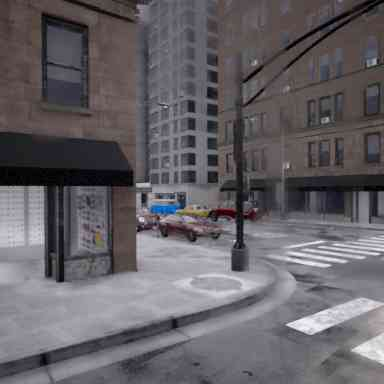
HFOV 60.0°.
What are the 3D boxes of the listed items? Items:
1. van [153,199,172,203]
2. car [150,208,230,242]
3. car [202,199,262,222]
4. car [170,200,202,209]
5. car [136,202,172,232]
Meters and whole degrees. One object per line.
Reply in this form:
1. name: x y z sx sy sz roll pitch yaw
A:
1. van: -2.973 1.688 36.009 1.690 1.788 3.998 -1 0 -36
2. car: -0.242 1.778 17.626 1.802 1.307 4.206 -1 0 -36
3. car: 3.456 1.521 27.073 2.192 1.841 5.009 -1 0 -36
4. car: 0.147 1.804 31.679 1.752 1.417 4.829 -1 0 -36
5. car: -3.460 1.705 22.093 1.967 1.590 4.097 -1 0 -36
